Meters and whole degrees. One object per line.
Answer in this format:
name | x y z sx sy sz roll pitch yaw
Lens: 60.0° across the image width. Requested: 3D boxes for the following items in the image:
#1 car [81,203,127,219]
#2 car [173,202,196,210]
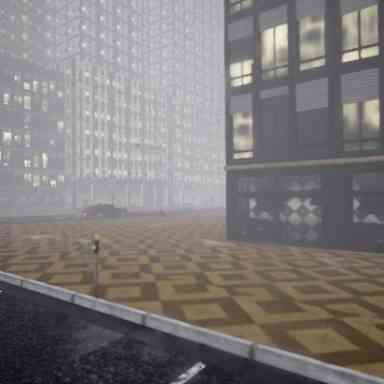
car | -8.752 1.885 33.553 1.837 1.490 4.892 -1 -1 36
car | -1.419 2.546 60.057 1.895 1.301 4.718 -1 -1 37
